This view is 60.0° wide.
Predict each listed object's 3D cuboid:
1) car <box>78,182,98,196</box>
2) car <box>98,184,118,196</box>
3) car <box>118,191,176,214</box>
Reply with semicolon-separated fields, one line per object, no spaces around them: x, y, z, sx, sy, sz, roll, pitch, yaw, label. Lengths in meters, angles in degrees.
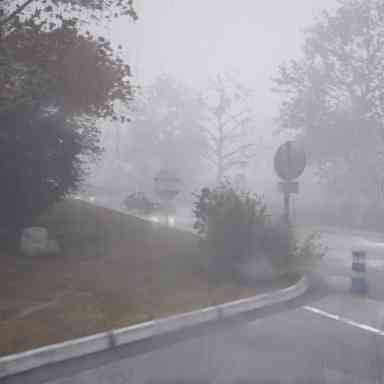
-13.073;-0.433;39.223;1.837;1.490;4.892;3;3;-33;car
-10.968;-0.355;42.291;2.033;1.411;5.357;3;2;-33;car
-3.211;0.727;24.203;2.033;1.411;5.357;3;2;-33;car
